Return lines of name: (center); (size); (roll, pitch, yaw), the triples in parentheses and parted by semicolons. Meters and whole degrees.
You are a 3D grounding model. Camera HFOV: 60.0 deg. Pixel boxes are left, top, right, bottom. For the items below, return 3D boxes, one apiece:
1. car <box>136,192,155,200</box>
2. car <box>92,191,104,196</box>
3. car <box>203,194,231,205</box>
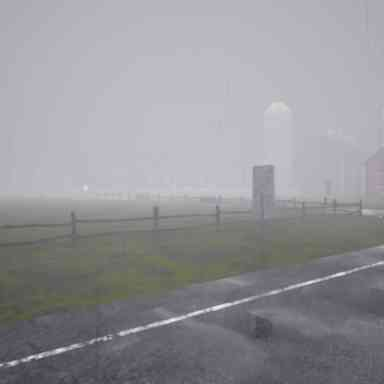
car: (-8.841, 0.736, 63.143); (2.128, 1.511, 4.902); (-1, 1, -36)
car: (-25.792, 0.337, 91.331); (1.895, 1.301, 4.718); (-1, 1, -36)
car: (3.356, 0.969, 46.088); (1.812, 1.442, 4.674); (-1, 1, -36)
